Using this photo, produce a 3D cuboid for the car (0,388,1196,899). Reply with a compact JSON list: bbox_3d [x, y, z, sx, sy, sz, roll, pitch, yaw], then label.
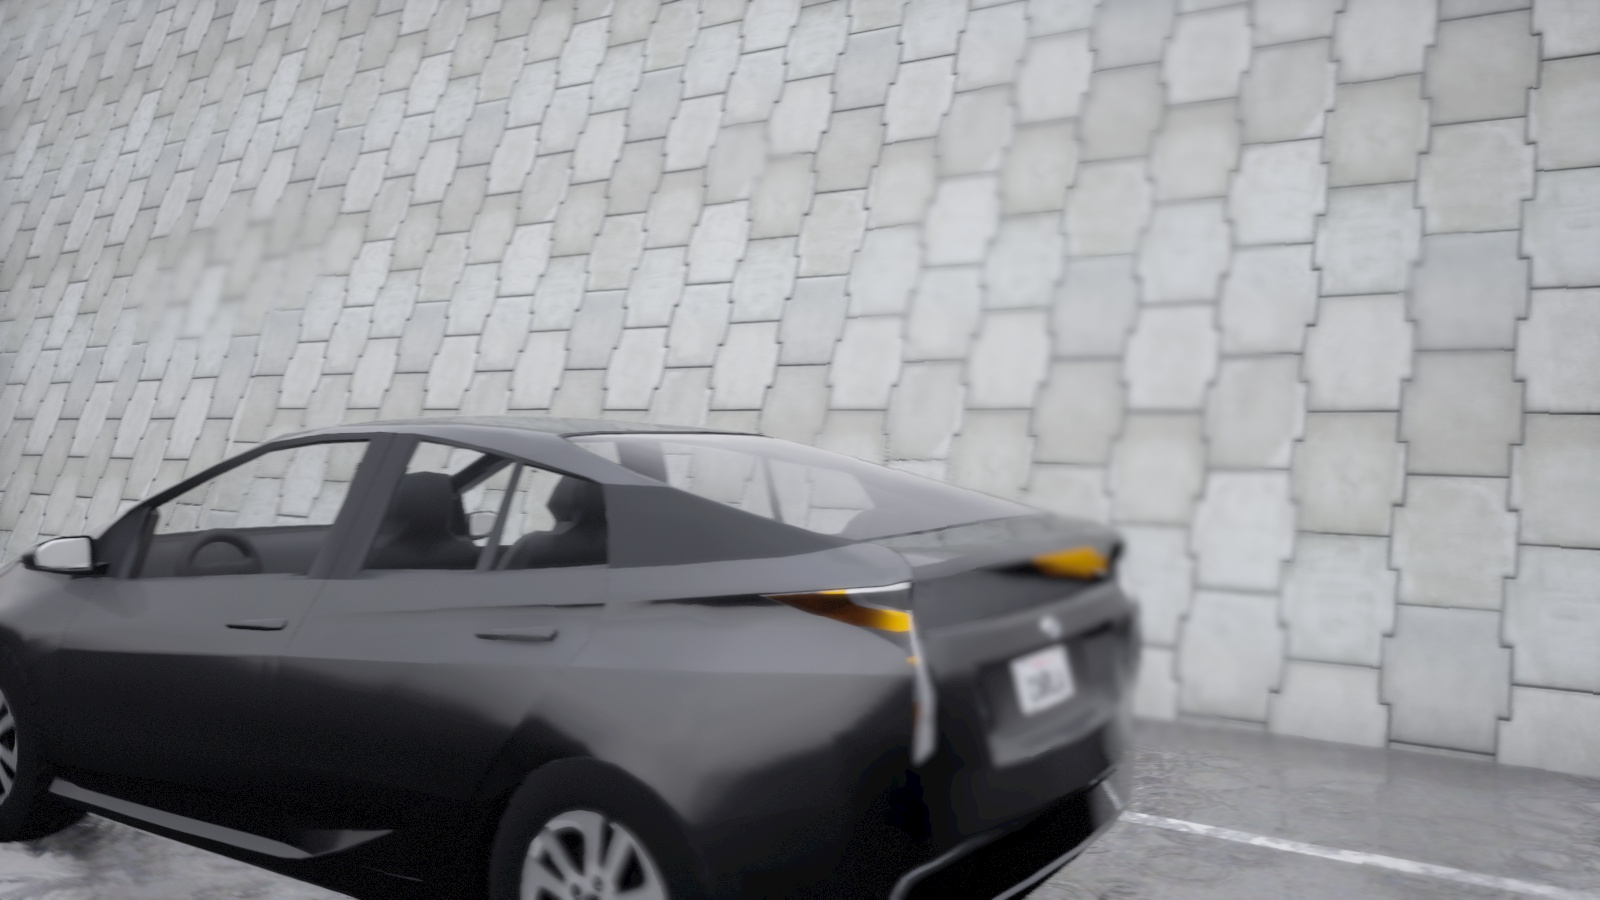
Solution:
[{"bbox_3d":[-1.178,0.629,4.405,4.514,1.525,2.007,0,1,34],"label":"car"}]
